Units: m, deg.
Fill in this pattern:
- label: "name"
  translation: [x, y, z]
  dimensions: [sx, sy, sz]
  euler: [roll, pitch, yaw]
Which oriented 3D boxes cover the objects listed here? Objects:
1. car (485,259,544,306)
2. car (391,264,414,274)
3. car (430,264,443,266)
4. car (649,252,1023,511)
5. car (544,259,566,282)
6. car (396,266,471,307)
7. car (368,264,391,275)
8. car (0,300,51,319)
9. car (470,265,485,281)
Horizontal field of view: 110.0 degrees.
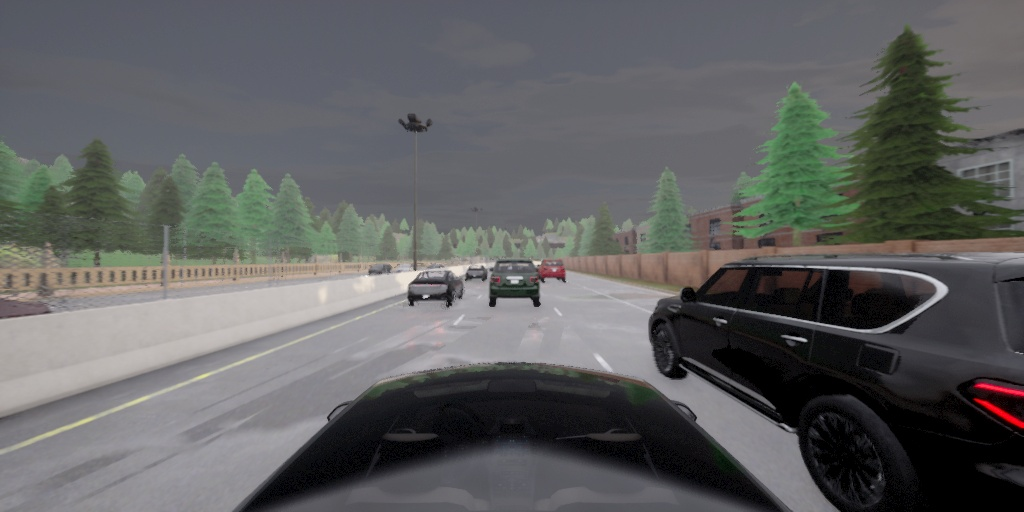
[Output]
- label: "car"
  translation: [0.108, 1.148, 17.049]
  dimensions: [2.150, 2.045, 5.566]
  euler: [0, 0, 0]
- label: "car"
  translation: [-14.054, 1.800, 47.714]
  dimensions: [1.812, 1.442, 4.674]
  euler: [0, -1, 0]
- label: "car"
  translation: [-10.550, 1.790, 49.603]
  dimensions: [2.128, 1.511, 4.902]
  euler: [0, -1, 0]
- label: "car"
  translation: [3.603, 1.003, 4.305]
  dimensions: [2.150, 2.045, 5.566]
  euler: [0, 0, 0]
- label: "car"
  translation: [3.615, 1.333, 33.268]
  dimensions: [2.150, 2.045, 5.566]
  euler: [0, 0, 0]
- label: "car"
  translation: [-3.394, 1.412, 16.589]
  dimensions: [2.128, 1.511, 4.902]
  euler: [0, -1, 0]
- label: "car"
  translation: [-17.551, 1.785, 48.011]
  dimensions: [1.837, 1.490, 4.892]
  euler: [0, -1, 0]
- label: "car"
  translation: [-10.598, 1.321, 5.681]
  dimensions: [1.812, 1.442, 4.674]
  euler: [0, -1, 0]
- label: "car"
  translation: [-3.384, 1.621, 34.852]
  dimensions: [2.128, 1.511, 4.902]
  euler: [0, -1, 0]
